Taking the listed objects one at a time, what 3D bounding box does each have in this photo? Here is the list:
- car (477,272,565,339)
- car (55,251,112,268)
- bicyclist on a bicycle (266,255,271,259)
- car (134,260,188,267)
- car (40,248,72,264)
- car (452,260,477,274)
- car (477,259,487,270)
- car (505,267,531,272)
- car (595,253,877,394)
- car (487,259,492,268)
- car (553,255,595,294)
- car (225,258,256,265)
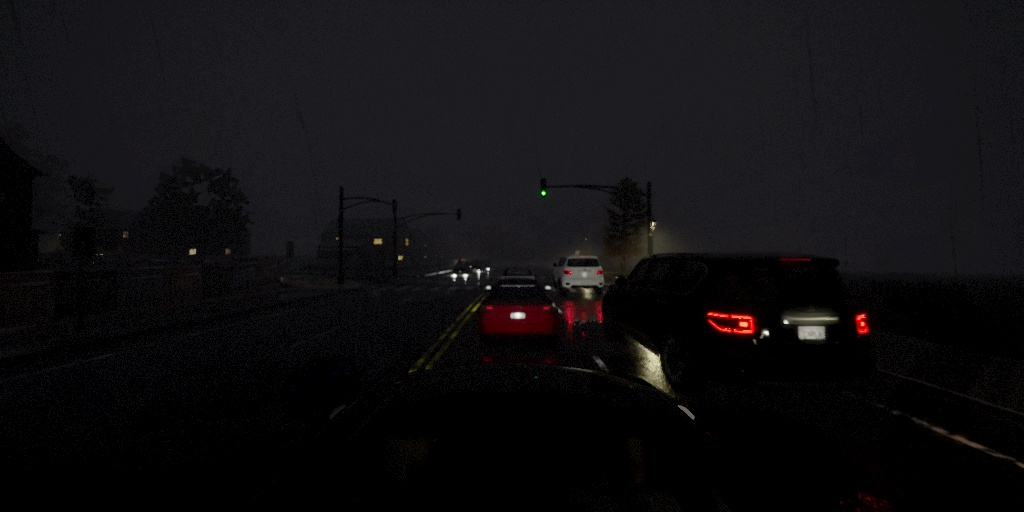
[{"bbox_3d":[0.168,1.309,10.054,1.994,1.385,4.181,0,0,1],"label":"car"},{"bbox_3d":[-40.504,0.568,34.212,4.892,1.490,1.837,1,-1,16],"label":"car"},{"bbox_3d":[-24.411,0.725,35.889,0.582,1.620,1.656,1,-1,15],"label":"bicyclist on a bicycle"},{"bbox_3d":[-30.609,0.778,31.502,5.357,1.411,2.033,1,-1,16],"label":"car"},{"bbox_3d":[-49.017,0.185,39.579,5.566,2.045,2.150,1,-1,15],"label":"car"},{"bbox_3d":[-5.674,1.305,41.705,2.033,1.411,5.357,0,0,-1],"label":"car"},{"bbox_3d":[-5.140,1.272,51.569,1.837,1.490,4.892,0,0,3],"label":"car"},{"bbox_3d":[0.354,1.344,21.581,1.895,1.301,4.718,0,0,1],"label":"car"},{"bbox_3d":[3.396,0.968,6.802,2.150,2.045,5.566,0,0,-1],"label":"car"},{"bbox_3d":[-4.494,1.287,61.532,1.837,1.490,4.892,0,0,5],"label":"car"},{"bbox_3d":[3.582,0.964,20.145,2.150,2.045,5.566,0,0,1],"label":"car"},{"bbox_3d":[-21.053,0.895,28.892,4.892,1.490,1.837,1,-1,15],"label":"car"}]
